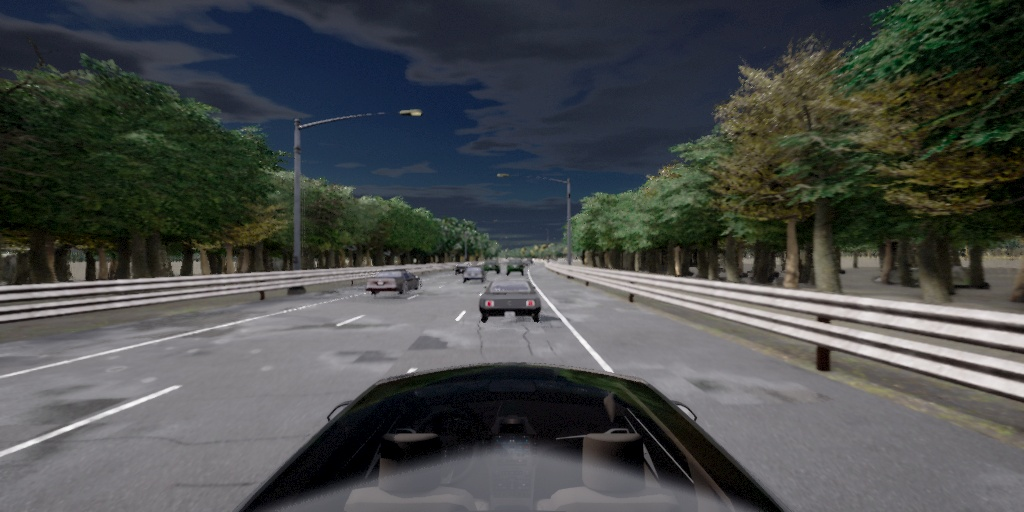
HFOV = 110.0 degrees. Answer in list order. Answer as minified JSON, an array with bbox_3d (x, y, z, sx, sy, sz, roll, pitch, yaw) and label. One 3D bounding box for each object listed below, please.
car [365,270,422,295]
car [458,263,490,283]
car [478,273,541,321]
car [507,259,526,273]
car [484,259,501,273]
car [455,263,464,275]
[{"bbox_3d":[-6.959,1.531,21.567,2.033,1.411,5.357,0,-1,1],"label":"car"},{"bbox_3d":[-3.285,1.623,32.039,2.033,1.411,5.357,0,-1,-1],"label":"car"},{"bbox_3d":[-0.060,1.461,12.836,1.895,1.301,4.718,0,-1,0],"label":"car"},{"bbox_3d":[0.471,1.428,46.859,2.150,2.045,5.566,0,-1,2],"label":"car"},{"bbox_3d":[-2.797,1.477,50.689,2.150,2.045,5.566,0,0,2],"label":"car"},{"bbox_3d":[-6.381,1.728,48.586,1.882,1.535,5.008,0,0,2],"label":"car"}]
